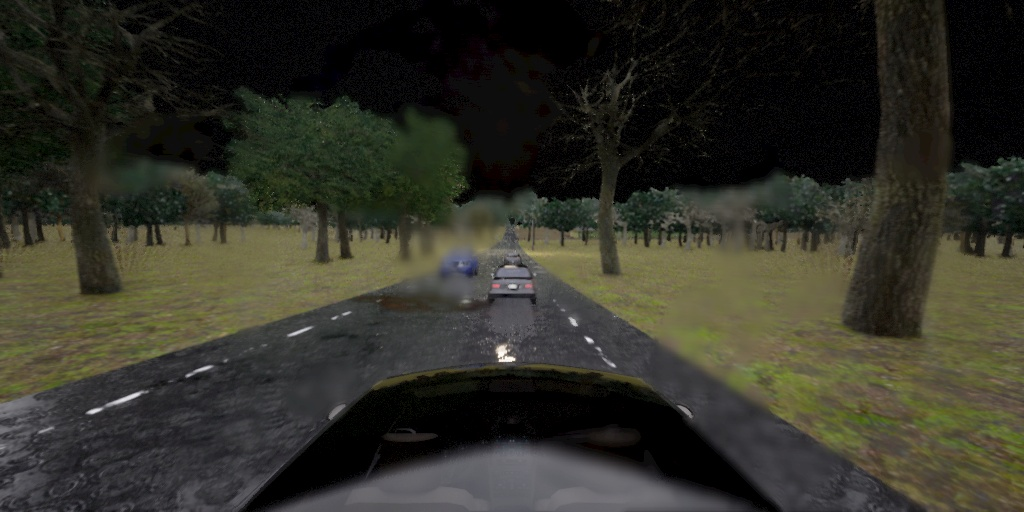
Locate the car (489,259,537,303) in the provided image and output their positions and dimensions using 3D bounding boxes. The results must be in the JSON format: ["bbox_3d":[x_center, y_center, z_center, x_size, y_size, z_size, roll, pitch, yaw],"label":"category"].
[{"bbox_3d":[0.051,1.051,15.007,2.033,1.411,5.357,0,1,1],"label":"car"}]

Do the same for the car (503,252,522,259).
[{"bbox_3d":[0.081,0.286,39.770,2.128,1.511,4.902,0,2,0],"label":"car"}]

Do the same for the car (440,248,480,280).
[{"bbox_3d":[-3.534,0.475,25.188,2.150,2.045,5.566,0,1,0],"label":"car"}]
